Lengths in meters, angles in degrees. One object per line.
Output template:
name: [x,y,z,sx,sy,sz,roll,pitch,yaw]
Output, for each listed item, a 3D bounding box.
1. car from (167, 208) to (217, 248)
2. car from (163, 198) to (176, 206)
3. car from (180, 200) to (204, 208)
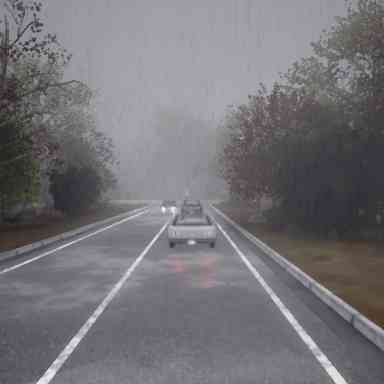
car: [0.000,1.596,14.679,1.895,1.301,4.718,0,0,0]
car: [-3.500,1.578,51.619,1.895,1.301,4.718,0,0,0]
car: [0.000,1.452,29.649,2.128,1.511,4.902,0,0,0]
